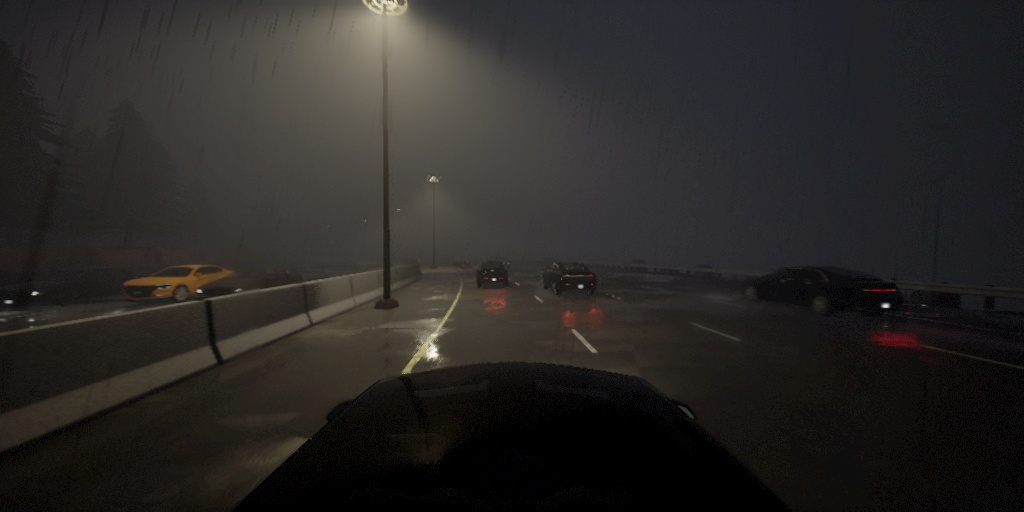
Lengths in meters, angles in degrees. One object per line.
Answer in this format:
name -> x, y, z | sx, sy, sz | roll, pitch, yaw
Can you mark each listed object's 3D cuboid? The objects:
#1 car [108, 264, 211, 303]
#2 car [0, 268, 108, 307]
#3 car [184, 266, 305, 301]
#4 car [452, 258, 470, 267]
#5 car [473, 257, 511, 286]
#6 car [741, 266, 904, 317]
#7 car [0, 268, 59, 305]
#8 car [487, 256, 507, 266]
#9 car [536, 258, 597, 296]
car -> -14.975, 1.146, 16.550 | 1.882, 1.535, 5.008 | 0, 1, -6
car -> -18.348, 1.242, 15.530 | 2.033, 1.411, 5.357 | 0, 1, -6
car -> -11.374, 1.202, 16.127 | 2.033, 1.411, 5.357 | 0, 1, -6
car -> -7.279, 0.883, 50.264 | 1.895, 1.301, 4.718 | 0, 1, -17
car -> -1.346, 1.044, 22.809 | 1.837, 1.490, 4.892 | 0, 1, -7
car -> 10.270, 1.095, 12.453 | 1.837, 1.490, 4.892 | 1, 1, -5
car -> -21.797, 1.287, 14.441 | 1.994, 1.385, 4.181 | 0, 1, -6
car -> -2.465, 0.690, 57.425 | 1.837, 1.490, 4.892 | 0, 1, -19
car -> 2.713, 1.061, 17.930 | 2.128, 1.511, 4.902 | 0, 1, -6
